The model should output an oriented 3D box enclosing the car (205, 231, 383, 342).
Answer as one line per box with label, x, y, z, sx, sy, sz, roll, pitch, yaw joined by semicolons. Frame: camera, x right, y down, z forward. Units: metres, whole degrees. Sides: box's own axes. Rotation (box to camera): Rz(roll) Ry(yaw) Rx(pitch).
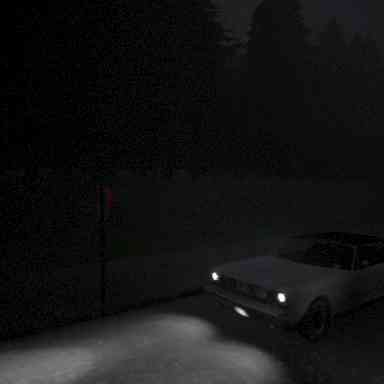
car;2.565;1.512;6.437;4.718;1.301;1.895;-1;1;-35
